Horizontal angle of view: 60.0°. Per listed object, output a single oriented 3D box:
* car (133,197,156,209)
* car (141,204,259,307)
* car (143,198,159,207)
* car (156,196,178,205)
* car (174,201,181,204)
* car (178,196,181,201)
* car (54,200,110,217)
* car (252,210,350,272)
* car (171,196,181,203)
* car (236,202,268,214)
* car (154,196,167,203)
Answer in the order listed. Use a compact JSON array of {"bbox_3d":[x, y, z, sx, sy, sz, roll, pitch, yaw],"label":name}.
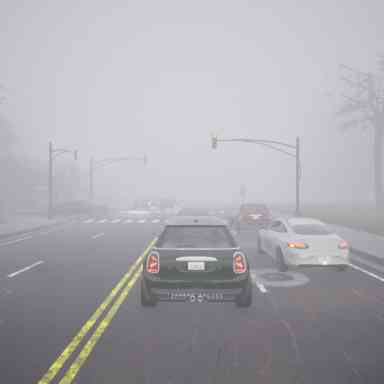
[{"bbox_3d":[-6.531,1.482,44.018,2.128,1.511,4.902,0,0,1],"label":"car"},{"bbox_3d":[0.090,1.352,8.122,2.097,1.767,4.553,0,0,0],"label":"car"},{"bbox_3d":[-6.497,1.583,53.433,1.895,1.301,4.718,0,0,0],"label":"car"},{"bbox_3d":[-3.273,1.495,43.853,1.837,1.490,4.892,0,0,0],"label":"car"},{"bbox_3d":[0.071,1.477,17.387,1.882,1.535,5.008,0,0,0],"label":"car"},{"bbox_3d":[-3.250,1.474,53.920,2.128,1.511,4.902,0,0,0],"label":"car"},{"bbox_3d":[-10.098,1.496,30.632,4.902,1.511,2.128,0,0,-6],"label":"car"},{"bbox_3d":[3.351,1.525,10.674,1.812,1.442,4.674,0,0,0],"label":"car"},{"bbox_3d":[-3.163,1.496,66.920,1.812,1.442,4.674,0,0,1],"label":"car"},{"bbox_3d":[3.342,1.351,19.468,2.097,1.767,4.553,0,0,0],"label":"car"},{"bbox_3d":[-6.395,1.516,67.694,2.033,1.411,5.357,0,0,0],"label":"car"}]
